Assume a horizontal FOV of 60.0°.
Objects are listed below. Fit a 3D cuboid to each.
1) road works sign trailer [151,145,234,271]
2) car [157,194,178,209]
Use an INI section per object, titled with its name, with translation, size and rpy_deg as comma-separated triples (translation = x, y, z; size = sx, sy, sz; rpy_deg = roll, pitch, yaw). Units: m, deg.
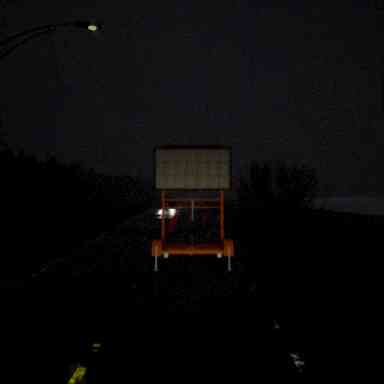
[road works sign trailer]
translation = 0.022, 0.347, 10.411
size = 2.380, 3.560, 2.880
rpy_deg = 0, 1, 0
[car]
translation = -2.768, 1.170, 37.718
size = 1.994, 1.385, 4.181
rpy_deg = 0, 1, 0
